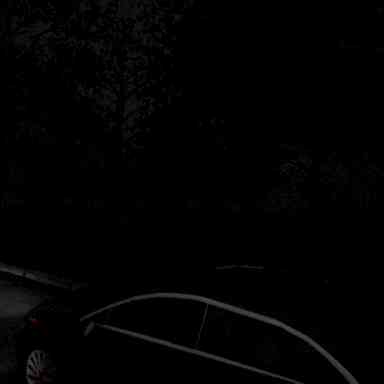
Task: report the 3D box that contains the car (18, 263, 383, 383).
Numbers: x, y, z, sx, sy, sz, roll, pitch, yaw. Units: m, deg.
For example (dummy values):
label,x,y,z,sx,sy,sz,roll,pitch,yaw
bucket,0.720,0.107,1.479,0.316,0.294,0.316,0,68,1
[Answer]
label,x,y,z,sx,sy,sz,roll,pitch,yaw
car,0.217,1.491,3.222,4.902,1.511,2.128,0,0,35
